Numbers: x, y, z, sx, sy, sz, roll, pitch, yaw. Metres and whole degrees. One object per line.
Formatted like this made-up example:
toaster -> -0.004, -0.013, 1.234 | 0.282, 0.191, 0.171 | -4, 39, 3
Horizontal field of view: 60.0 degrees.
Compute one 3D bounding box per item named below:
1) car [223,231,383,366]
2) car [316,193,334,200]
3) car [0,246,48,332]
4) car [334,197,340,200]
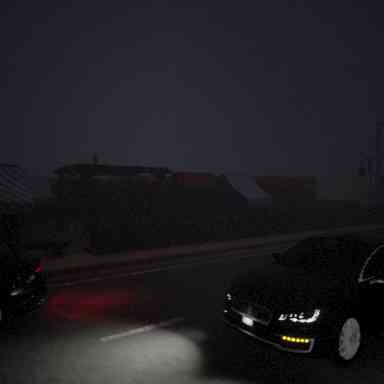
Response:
car -> 2.741, 1.508, 5.899 | 4.892, 1.490, 1.837 | 0, 0, -35
car -> 23.971, 1.135, 62.629 | 1.905, 1.878, 3.866 | 0, 0, -36
car -> -4.773, 1.503, 4.874 | 4.892, 1.490, 1.837 | 0, 0, -35
car -> 26.363, 1.137, 64.341 | 1.905, 1.878, 3.866 | 0, 0, -36
